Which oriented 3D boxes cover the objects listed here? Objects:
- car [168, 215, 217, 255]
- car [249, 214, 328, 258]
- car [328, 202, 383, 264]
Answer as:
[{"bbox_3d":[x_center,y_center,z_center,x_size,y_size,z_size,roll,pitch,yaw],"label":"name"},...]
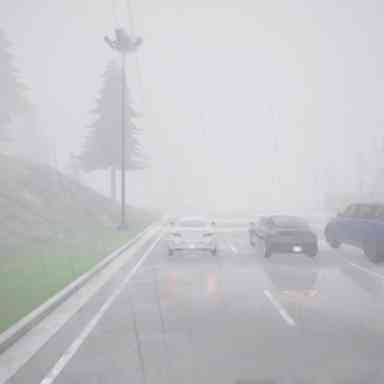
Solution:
[{"bbox_3d":[0.024,1.677,13.874,1.812,1.442,4.674,0,0,0],"label":"car"},{"bbox_3d":[3.520,1.654,13.490,1.837,1.490,4.892,0,0,0],"label":"car"},{"bbox_3d":[7.011,1.362,12.564,2.150,2.045,5.566,0,0,0],"label":"car"}]
